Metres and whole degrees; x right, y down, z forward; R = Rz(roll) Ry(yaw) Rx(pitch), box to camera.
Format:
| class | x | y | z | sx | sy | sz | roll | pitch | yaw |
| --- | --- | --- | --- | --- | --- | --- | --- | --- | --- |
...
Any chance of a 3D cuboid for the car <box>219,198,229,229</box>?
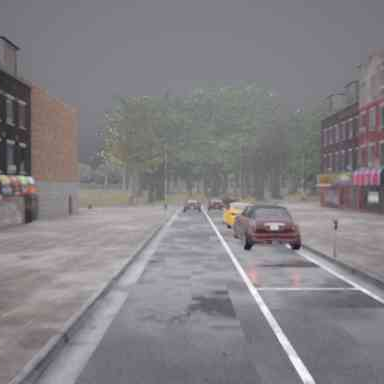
| class | x | y | z | sx | sy | sz | roll | pitch | yaw |
| --- | --- | --- | --- | --- | --- | --- | --- | --- | --- |
| car | 3.017 | 1.396 | 21.209 | 1.882 | 1.535 | 5.008 | 0 | 0 | 0 |

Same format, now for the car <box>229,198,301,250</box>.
| class | x | y | z | sx | sy | sz | roll | pitch | yaw |
| --- | --- | --- | --- | --- | --- | --- | --- | --- | --- |
| car | 2.989 | 1.295 | 14.177 | 2.097 | 1.767 | 4.553 | 0 | 0 | 0 |

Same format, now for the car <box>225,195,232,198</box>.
| class | x | y | z | sx | sy | sz | roll | pitch | yaw |
| --- | --- | --- | --- | --- | --- | --- | --- | --- | --- |
| car | 4.759 | 1.217 | 48.287 | 4.892 | 1.490 | 1.837 | -2 | 1 | -17 |

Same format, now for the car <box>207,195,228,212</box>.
| class | x | y | z | sx | sy | sz | roll | pitch | yaw |
| --- | --- | --- | --- | --- | --- | --- | --- | --- | --- |
| car | 2.630 | 1.414 | 37.386 | 1.887 | 1.381 | 4.507 | -1 | 0 | 0 |

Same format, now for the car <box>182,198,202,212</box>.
| class | x | y | z | sx | sy | sz | roll | pitch | yaw |
| --- | --- | --- | --- | --- | --- | --- | --- | --- | --- |
| car | 0.042 | 1.399 | 35.795 | 1.812 | 1.442 | 4.674 | 0 | 0 | 1 |
